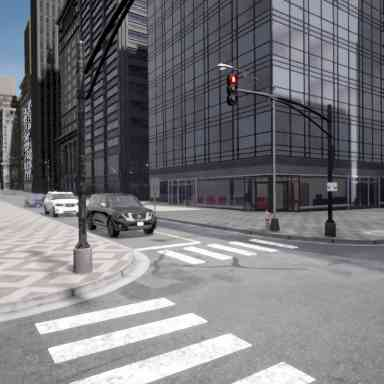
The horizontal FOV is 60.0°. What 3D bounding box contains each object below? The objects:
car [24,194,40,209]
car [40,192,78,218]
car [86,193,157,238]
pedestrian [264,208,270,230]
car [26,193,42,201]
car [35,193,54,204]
[{"bbox_3d":[-18.818,1.170,39.808,2.033,1.411,5.357,-1,1,-34],"label":"car"},{"bbox_3d":[-10.964,0.990,28.129,2.150,2.045,5.566,-1,1,-34],"label":"car"},{"bbox_3d":[-3.944,1.103,17.730,2.150,2.045,5.566,-1,1,-34],"label":"car"},{"bbox_3d":[3.906,1.374,17.249,0.500,1.100,0.500,0,0,-34],"label":"pedestrian"},{"bbox_3d":[-28.413,0.924,59.679,1.895,1.301,4.718,-1,1,-34],"label":"car"},{"bbox_3d":[-22.851,0.953,51.446,1.837,1.490,4.892,-1,1,-34],"label":"car"}]
